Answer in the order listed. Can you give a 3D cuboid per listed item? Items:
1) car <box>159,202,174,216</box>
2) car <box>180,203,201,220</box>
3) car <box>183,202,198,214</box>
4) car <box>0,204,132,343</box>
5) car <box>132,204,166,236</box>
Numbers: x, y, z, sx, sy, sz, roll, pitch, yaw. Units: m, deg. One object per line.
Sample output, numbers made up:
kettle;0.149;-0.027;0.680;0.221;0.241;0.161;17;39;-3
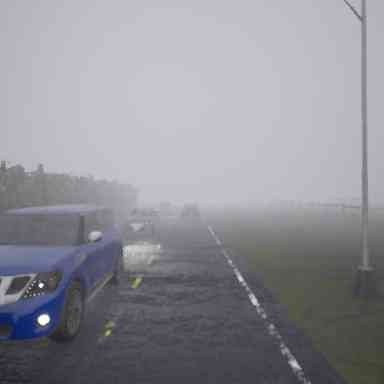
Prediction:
car;-3.124;1.924;38.633;1.837;1.490;4.892;0;-1;0
car;-0.129;1.840;32.239;2.128;1.511;4.902;0;-1;0
car;-0.211;2.073;43.816;1.895;1.301;4.718;0;-1;0
car;-2.893;1.304;6.942;2.150;2.045;5.566;0;-1;0
car;-2.976;1.713;20.264;2.128;1.511;4.902;0;-1;0
